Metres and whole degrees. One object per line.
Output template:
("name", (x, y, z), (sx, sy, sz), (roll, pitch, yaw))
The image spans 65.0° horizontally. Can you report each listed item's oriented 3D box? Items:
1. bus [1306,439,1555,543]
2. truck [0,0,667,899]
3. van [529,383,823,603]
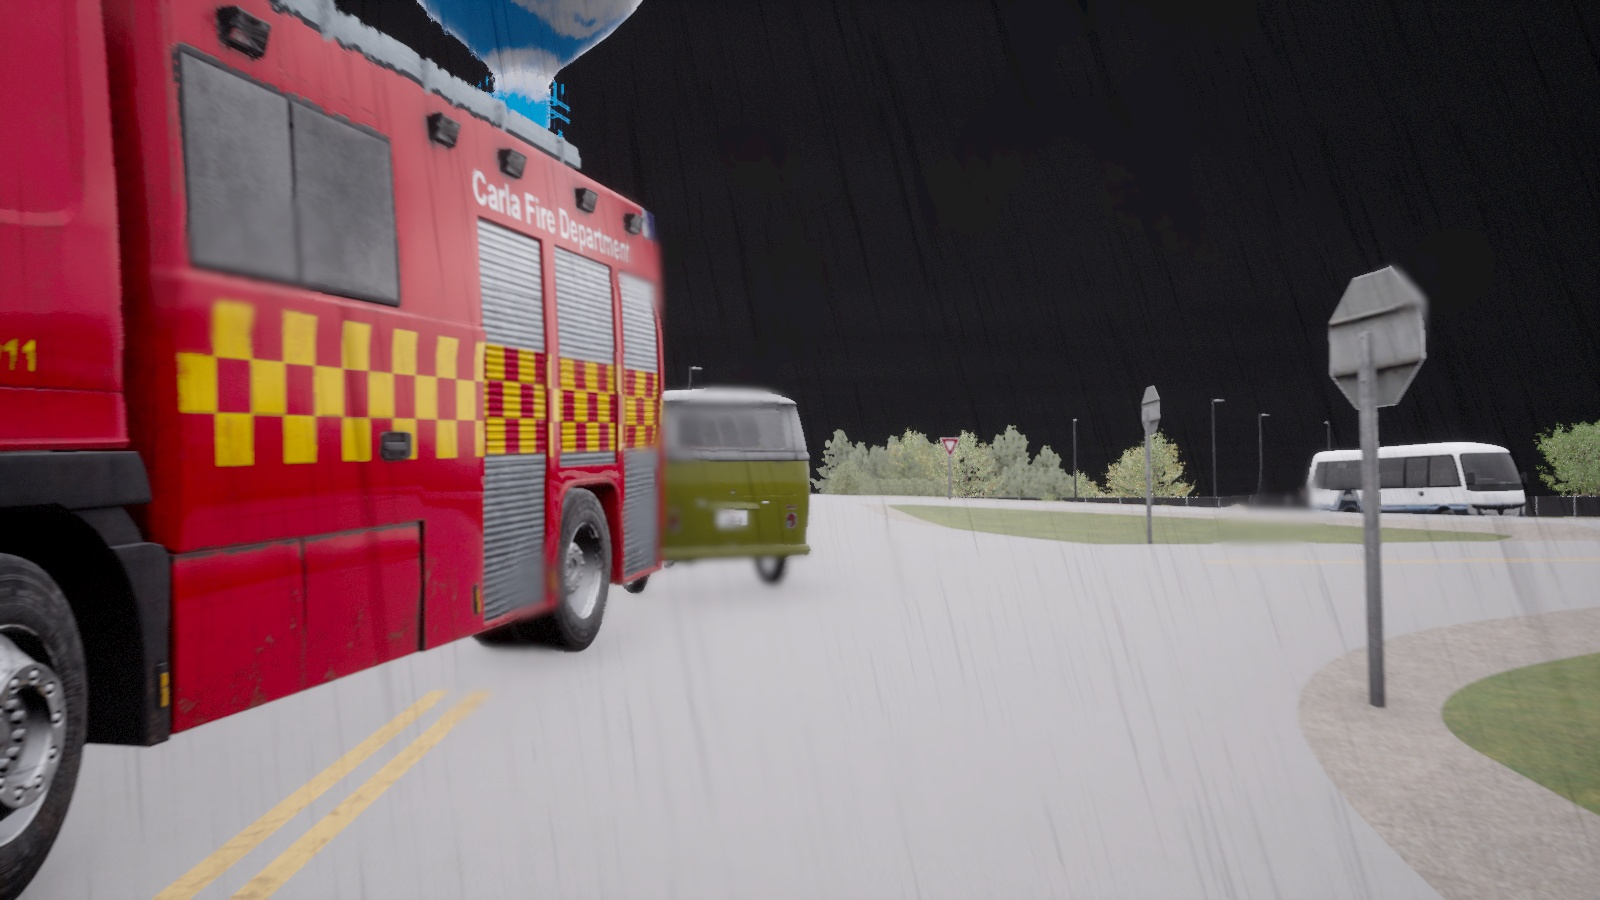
("bus", (28.385, 1.949, 57.388), (3.944, 4.253, 10.273), (-1, -3, -17))
("truck", (-3.364, -0.474, 6.477), (2.891, 3.827, 8.468), (0, 1, 12))
("van", (-1.546, 0.387, 13.707), (1.775, 1.987, 4.442), (0, 0, -26))
